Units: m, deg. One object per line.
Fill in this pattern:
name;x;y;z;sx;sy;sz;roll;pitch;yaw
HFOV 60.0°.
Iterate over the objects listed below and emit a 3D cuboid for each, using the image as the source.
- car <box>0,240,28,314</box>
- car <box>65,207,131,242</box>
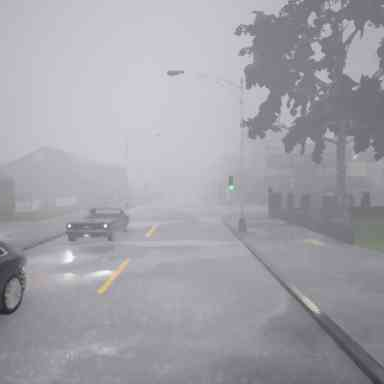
car;-4.121;1.458;4.623;1.837;1.490;4.892;0;1;0
car;-4.172;1.403;15.405;1.895;1.301;4.718;0;1;0
